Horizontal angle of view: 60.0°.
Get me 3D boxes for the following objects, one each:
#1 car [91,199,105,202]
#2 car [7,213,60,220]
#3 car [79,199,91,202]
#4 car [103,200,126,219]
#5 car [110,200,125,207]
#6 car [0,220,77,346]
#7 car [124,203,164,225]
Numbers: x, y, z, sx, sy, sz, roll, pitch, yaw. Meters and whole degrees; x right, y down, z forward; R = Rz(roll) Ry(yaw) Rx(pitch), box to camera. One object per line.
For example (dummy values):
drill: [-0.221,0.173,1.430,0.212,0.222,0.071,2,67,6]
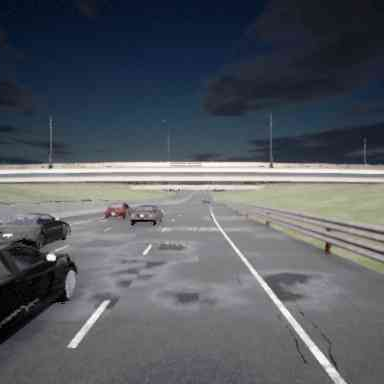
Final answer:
car: [-18.970,2.265,70.093,1.812,1.442,4.674,0,-1,3]
car: [-6.890,1.599,14.517,1.994,1.385,4.181,0,0,0]
car: [-22.486,2.238,69.836,1.837,1.490,4.892,0,-1,3]
car: [-6.596,1.699,30.461,1.812,1.442,4.674,0,-1,2]
car: [-15.493,2.290,69.516,1.994,1.385,4.181,0,-1,3]
car: [-3.420,1.481,5.214,1.882,1.535,5.008,0,0,0]
car: [-3.268,1.659,24.704,2.033,1.411,5.357,0,-1,2]
